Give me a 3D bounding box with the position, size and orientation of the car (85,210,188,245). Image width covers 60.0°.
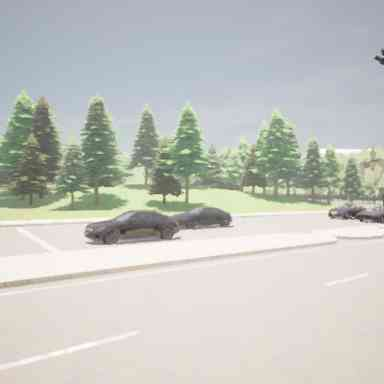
[{"bbox_3d":[-2.757,1.621,16.092,4.674,1.442,1.812,1,-1,-35],"label":"car"}]

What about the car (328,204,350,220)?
[{"bbox_3d":[15.384,1.911,32.693,4.902,1.511,2.128,1,-1,-34],"label":"car"}]

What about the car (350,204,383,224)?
[{"bbox_3d":[16.596,1.954,29.294,5.357,1.411,2.033,1,-1,-34],"label":"car"}]

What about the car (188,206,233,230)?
[{"bbox_3d":[0.717,1.711,22.769,4.674,1.442,1.812,1,-1,-34],"label":"car"}]
